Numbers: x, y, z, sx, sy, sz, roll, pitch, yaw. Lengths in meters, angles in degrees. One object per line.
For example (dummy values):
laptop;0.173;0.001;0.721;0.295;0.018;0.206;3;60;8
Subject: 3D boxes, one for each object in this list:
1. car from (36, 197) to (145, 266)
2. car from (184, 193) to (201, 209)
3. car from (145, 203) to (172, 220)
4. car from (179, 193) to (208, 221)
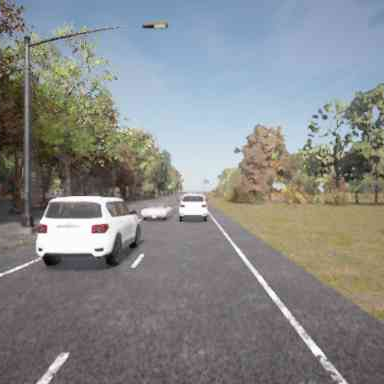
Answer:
car;-3.254;1.189;11.577;2.150;2.045;5.566;0;-1;1
car;0.077;1.123;44.232;2.150;2.045;5.566;0;0;0
car;-2.747;1.540;27.022;1.895;1.301;4.718;0;0;2
car;0.103;1.163;26.850;2.150;2.045;5.566;0;0;0
